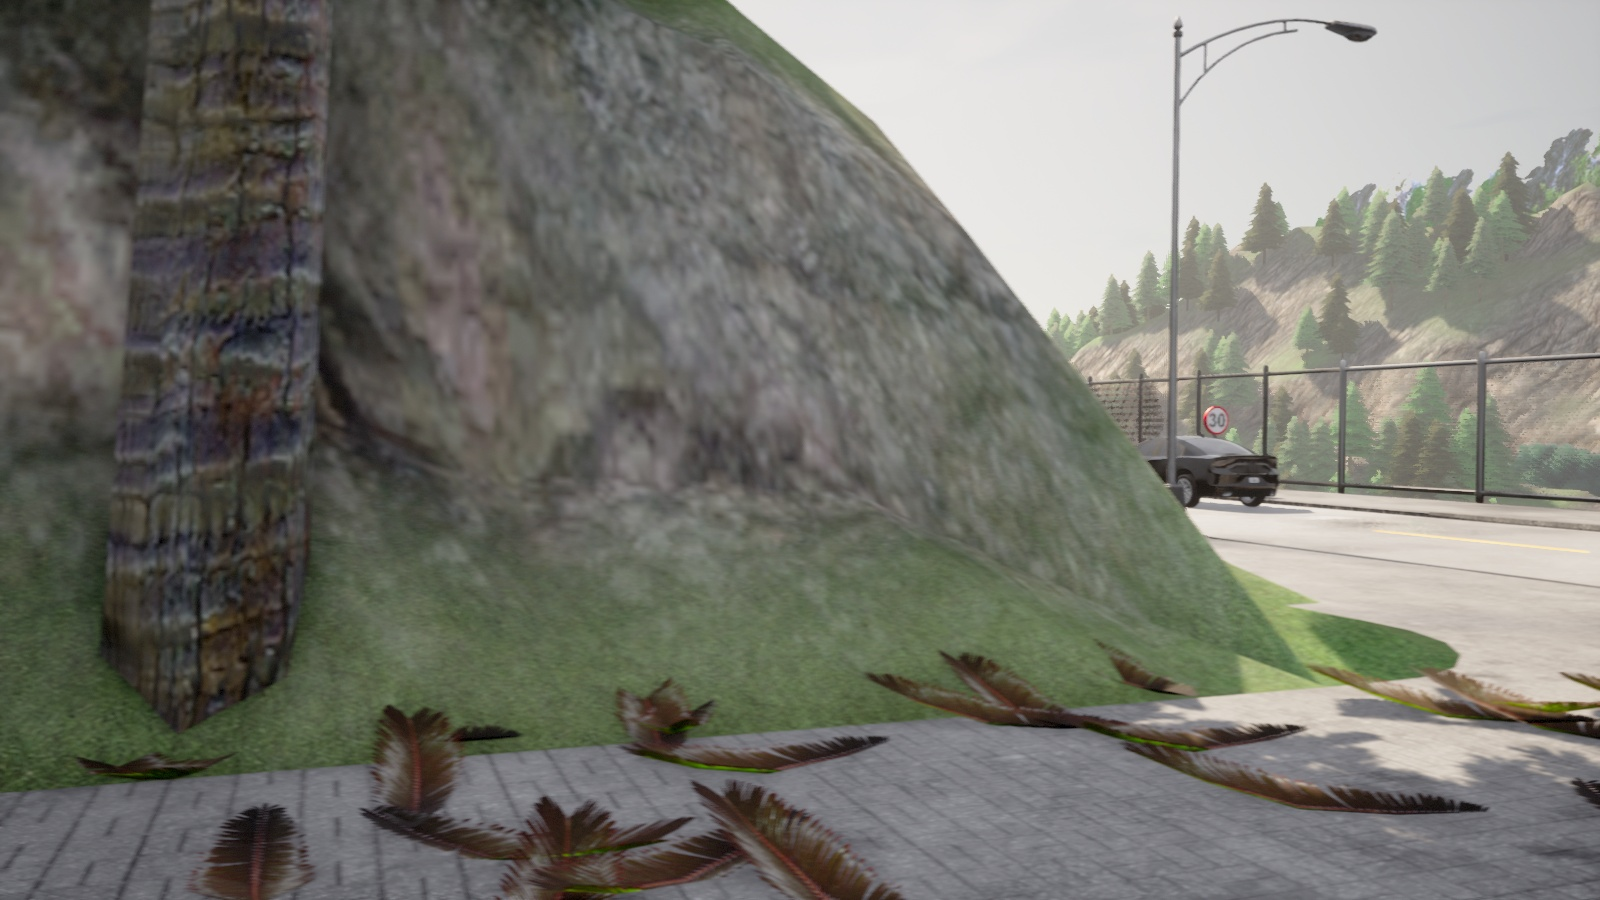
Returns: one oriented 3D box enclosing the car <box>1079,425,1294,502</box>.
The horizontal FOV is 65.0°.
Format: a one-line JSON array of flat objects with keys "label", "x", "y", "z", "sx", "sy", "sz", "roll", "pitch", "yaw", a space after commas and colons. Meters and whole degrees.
[{"label": "car", "x": 8.415, "y": 0.232, "z": 27.885, "sx": 1.882, "sy": 1.535, "sz": 5.008, "roll": -1, "pitch": 1, "yaw": -21}]
